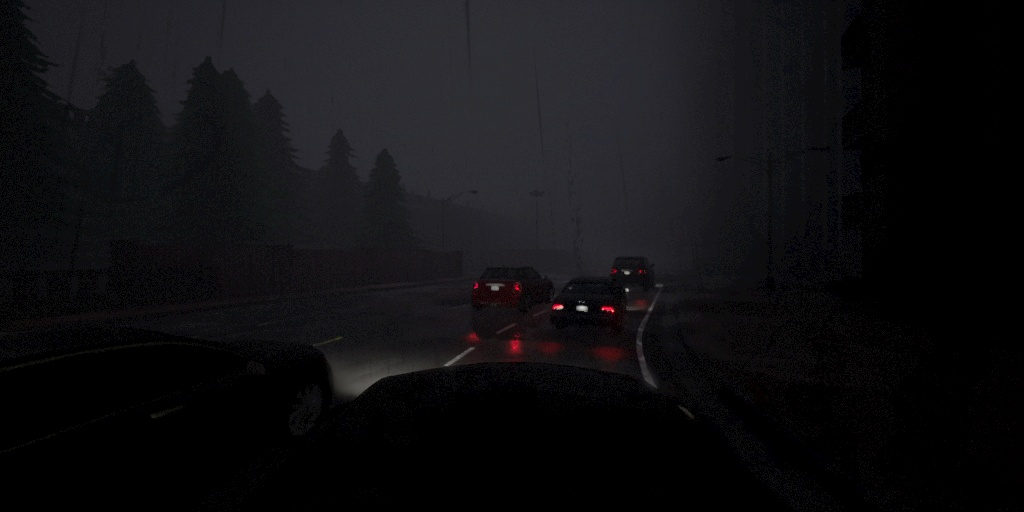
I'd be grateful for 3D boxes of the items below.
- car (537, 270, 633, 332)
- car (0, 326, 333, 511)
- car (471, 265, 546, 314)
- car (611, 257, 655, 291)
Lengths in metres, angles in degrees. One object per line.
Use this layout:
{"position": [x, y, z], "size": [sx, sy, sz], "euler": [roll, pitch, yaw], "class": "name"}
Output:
{"position": [2.547, 1.333, 11.113], "size": [2.033, 1.411, 5.357], "euler": [0, 0, 19], "class": "car"}
{"position": [-3.189, 1.255, 2.431], "size": [1.837, 1.490, 4.892], "euler": [0, 0, 3], "class": "car"}
{"position": [0.207, 1.146, 14.382], "size": [2.097, 1.767, 4.553], "euler": [0, 0, 22], "class": "car"}
{"position": [7.703, 1.054, 22.754], "size": [2.150, 2.045, 5.566], "euler": [0, 0, 26], "class": "car"}
